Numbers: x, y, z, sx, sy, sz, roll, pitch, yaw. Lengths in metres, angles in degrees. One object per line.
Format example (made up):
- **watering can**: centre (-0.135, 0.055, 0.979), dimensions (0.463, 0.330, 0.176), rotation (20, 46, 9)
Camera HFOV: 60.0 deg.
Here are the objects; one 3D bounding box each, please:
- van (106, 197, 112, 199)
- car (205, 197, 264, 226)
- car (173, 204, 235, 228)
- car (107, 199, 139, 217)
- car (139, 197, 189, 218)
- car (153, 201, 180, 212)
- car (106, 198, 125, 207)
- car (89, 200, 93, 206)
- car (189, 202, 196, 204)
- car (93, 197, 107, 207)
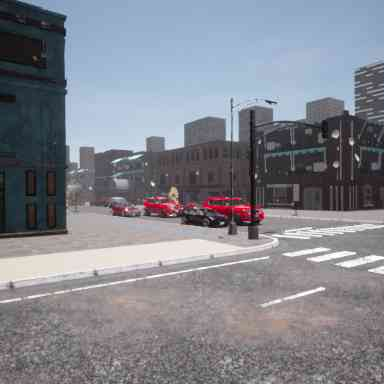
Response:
- **van**: centre (-13.214, 1.907, 58.946), dimensions (1.690, 1.788, 3.998), rotation (-1, 0, -36)
- **car**: centre (3.115, 1.442, 26.170), dimensions (2.150, 2.045, 5.566), rotation (-1, 0, -35)
- **car**: centre (0.811, 1.814, 24.695), dimensions (1.947, 1.339, 4.313), rotation (-2, 0, -36)
- **car**: centre (-7.159, 1.846, 36.057), dimensions (1.967, 1.590, 4.097), rotation (-1, 0, -36)
- **car**: centre (-3.064, 1.564, 34.796), dimensions (2.150, 2.045, 5.566), rotation (-1, 0, -35)
- **car**: centre (-3.555, 1.966, 45.434), dimensions (1.802, 1.307, 4.206), rotation (-2, 0, -36)
- **car**: centre (-9.085, 1.963, 43.250), dimensions (1.837, 1.490, 4.892), rotation (-1, 0, -36)
- **car**: centre (-19.644, 2.228, 67.954), dimensions (1.887, 1.381, 4.507), rotation (-1, 0, -36)
- **car**: centre (-0.338, 1.904, 40.931), dimensions (1.802, 1.307, 4.206), rotation (-2, 0, -36)
- **car**: centre (-16.432, 1.940, 63.449), dimensions (2.192, 1.841, 5.009), rotation (-1, 0, -36)
